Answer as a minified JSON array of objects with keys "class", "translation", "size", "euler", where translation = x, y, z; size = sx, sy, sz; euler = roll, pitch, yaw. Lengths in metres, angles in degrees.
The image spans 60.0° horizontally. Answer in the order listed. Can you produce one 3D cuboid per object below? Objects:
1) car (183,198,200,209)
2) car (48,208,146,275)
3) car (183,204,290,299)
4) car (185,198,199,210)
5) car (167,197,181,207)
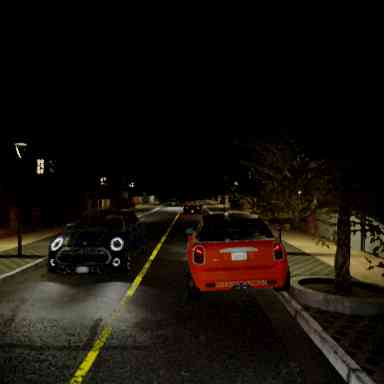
[{"class":"car","translation":[0.062,1.663,35.845],"size":[1.895,1.301,4.718],"euler":[0,0,0]},{"class":"car","translation":[-2.755,1.365,10.597],"size":[2.097,1.767,4.553],"euler":[0,0,0]},{"class":"car","translation":[0.919,1.312,8.631],"size":[2.097,1.767,4.553],"euler":[-3,-1,0]},{"class":"car","translation":[0.040,1.614,45.547],"size":[1.812,1.442,4.674],"euler":[0,0,1]},{"class":"car","translation":[-2.766,1.600,52.068],"size":[2.128,1.511,4.902],"euler":[0,0,0]}]
